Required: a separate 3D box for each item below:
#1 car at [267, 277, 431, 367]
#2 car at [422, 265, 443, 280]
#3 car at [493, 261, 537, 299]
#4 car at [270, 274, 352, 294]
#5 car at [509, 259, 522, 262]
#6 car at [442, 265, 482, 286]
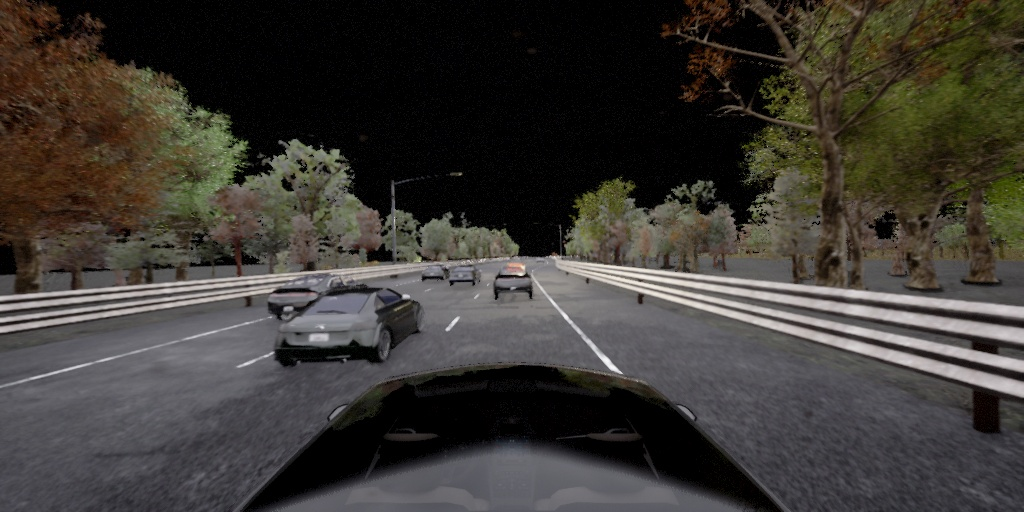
[{"bbox_3d":[-3.412,1.402,8.317,1.994,1.385,4.181,-2,0,0],"label":"car"},{"bbox_3d":[-6.709,1.482,32.251,1.994,1.385,4.181,-2,0,1],"label":"car"},{"bbox_3d":[0.064,1.226,18.200,2.128,1.511,4.902,-2,0,0],"label":"car"},{"bbox_3d":[-6.932,1.424,13.518,2.128,1.511,4.902,-2,0,0],"label":"car"},{"bbox_3d":[0.486,1.071,39.624,2.097,1.767,4.553,-2,0,2],"label":"car"},{"bbox_3d":[-3.340,1.373,26.230,2.033,1.411,5.357,-2,0,1],"label":"car"}]
